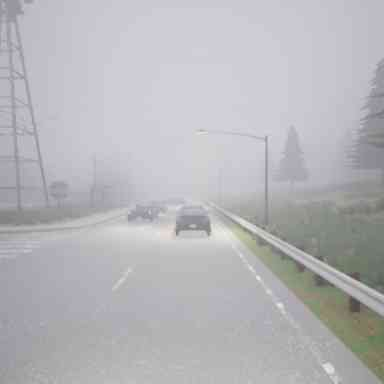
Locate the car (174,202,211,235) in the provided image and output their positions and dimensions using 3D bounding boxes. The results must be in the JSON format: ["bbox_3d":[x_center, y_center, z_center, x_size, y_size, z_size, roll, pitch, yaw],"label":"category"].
[{"bbox_3d":[0.041,1.483,18.515,1.812,1.442,4.674,0,0,0],"label":"car"}]

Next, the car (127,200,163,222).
[{"bbox_3d":[-3.701,1.542,25.900,1.895,1.301,4.718,0,0,1],"label":"car"}]

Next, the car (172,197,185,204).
[{"bbox_3d":[-3.042,1.438,55.548,4.181,1.385,1.994,0,0,45],"label":"car"}]

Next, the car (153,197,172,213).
[{"bbox_3d":[-3.659,1.466,35.897,2.033,1.411,5.357,0,0,0],"label":"car"}]
